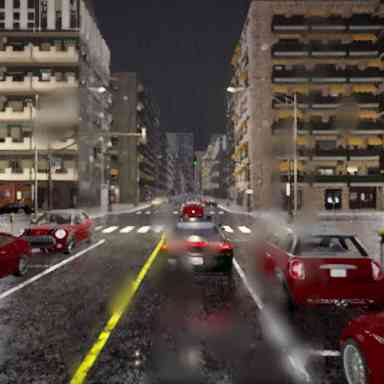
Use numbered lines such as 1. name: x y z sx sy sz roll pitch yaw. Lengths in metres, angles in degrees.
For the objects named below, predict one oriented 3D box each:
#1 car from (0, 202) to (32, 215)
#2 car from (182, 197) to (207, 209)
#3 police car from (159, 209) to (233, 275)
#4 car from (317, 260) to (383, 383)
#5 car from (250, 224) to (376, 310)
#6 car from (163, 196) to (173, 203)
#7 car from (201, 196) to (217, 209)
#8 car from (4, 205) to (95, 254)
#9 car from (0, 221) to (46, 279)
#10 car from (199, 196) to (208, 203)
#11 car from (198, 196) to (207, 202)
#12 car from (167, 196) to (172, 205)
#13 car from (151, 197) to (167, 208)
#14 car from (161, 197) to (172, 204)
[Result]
1. car: -17.622 1.640 32.709 4.313 1.339 1.947 0 -1 0
2. car: 0.100 1.531 30.695 1.882 1.535 5.008 0 0 0
3. police car: 0.101 1.524 10.606 2.038 1.542 4.974 0 0 0
4. car: 2.574 1.586 2.245 1.802 1.307 4.206 1 0 0
5. car: 2.576 1.454 7.794 1.967 1.590 4.097 1 0 0
6. car: -5.301 1.669 74.218 1.887 1.381 4.507 1 0 0
7. car: 2.577 1.629 45.893 2.008 1.369 4.403 1 0 0
8. car: -5.313 1.464 13.322 1.967 1.590 4.097 1 0 0
9. car: -5.311 1.596 7.772 1.802 1.307 4.206 1 0 0
10. car: 2.579 1.669 74.248 1.887 1.381 4.507 1 0 0
11. car: 2.579 1.684 79.918 2.008 1.369 4.403 1 0 0
12. car: -5.302 1.631 62.706 1.752 1.417 4.829 1 0 0
13. car: -5.303 1.613 51.364 1.752 1.417 4.829 1 0 0
14. car: -5.302 1.681 68.547 1.947 1.339 4.313 1 0 0
